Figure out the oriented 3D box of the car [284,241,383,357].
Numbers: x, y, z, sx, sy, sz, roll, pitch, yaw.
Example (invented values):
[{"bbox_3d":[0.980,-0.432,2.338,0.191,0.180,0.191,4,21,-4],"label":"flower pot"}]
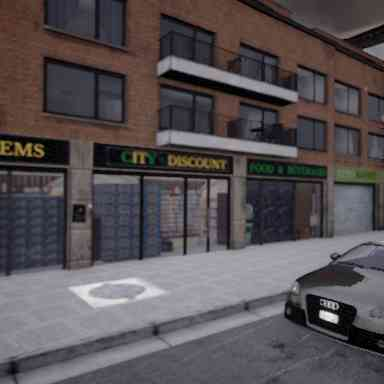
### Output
[{"bbox_3d":[3.585,1.623,5.928,4.181,1.385,1.994,1,0,-35],"label":"car"}]
